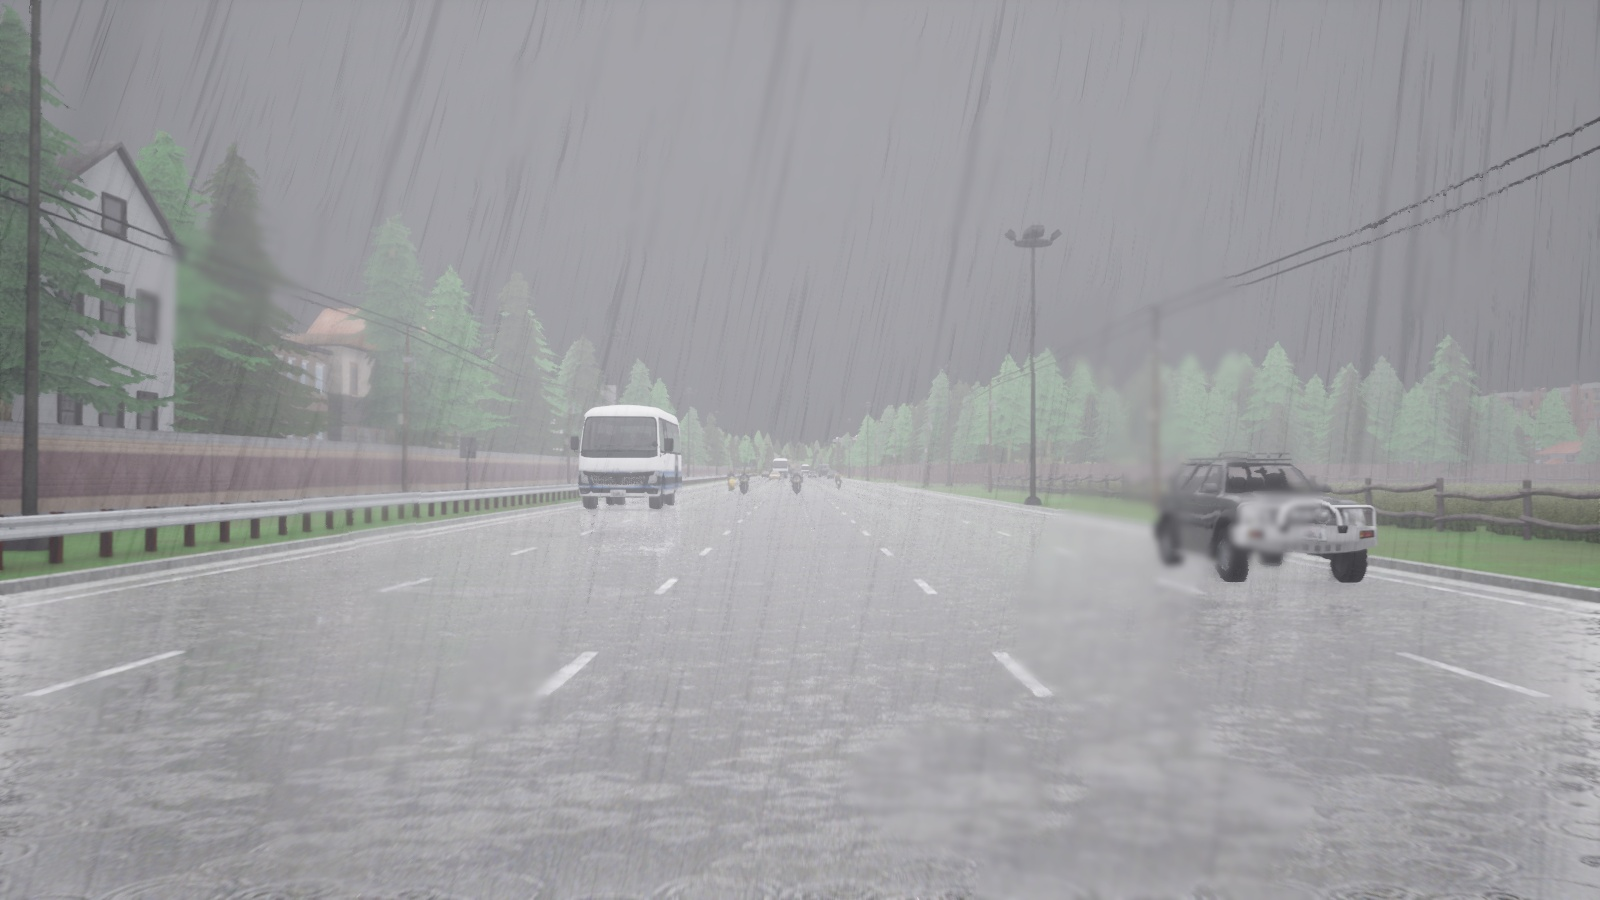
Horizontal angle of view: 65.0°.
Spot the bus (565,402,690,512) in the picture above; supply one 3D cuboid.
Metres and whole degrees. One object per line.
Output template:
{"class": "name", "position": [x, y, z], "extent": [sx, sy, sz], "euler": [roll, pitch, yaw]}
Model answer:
{"class": "bus", "position": [-7.134, 0.365, 53.662], "extent": [3.944, 4.253, 10.273], "euler": [0, -1, 0]}

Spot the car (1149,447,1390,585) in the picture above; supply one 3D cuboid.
{"class": "car", "position": [6.953, 0.925, 19.200], "extent": [1.932, 1.855, 4.605], "euler": [0, -1, 0]}
